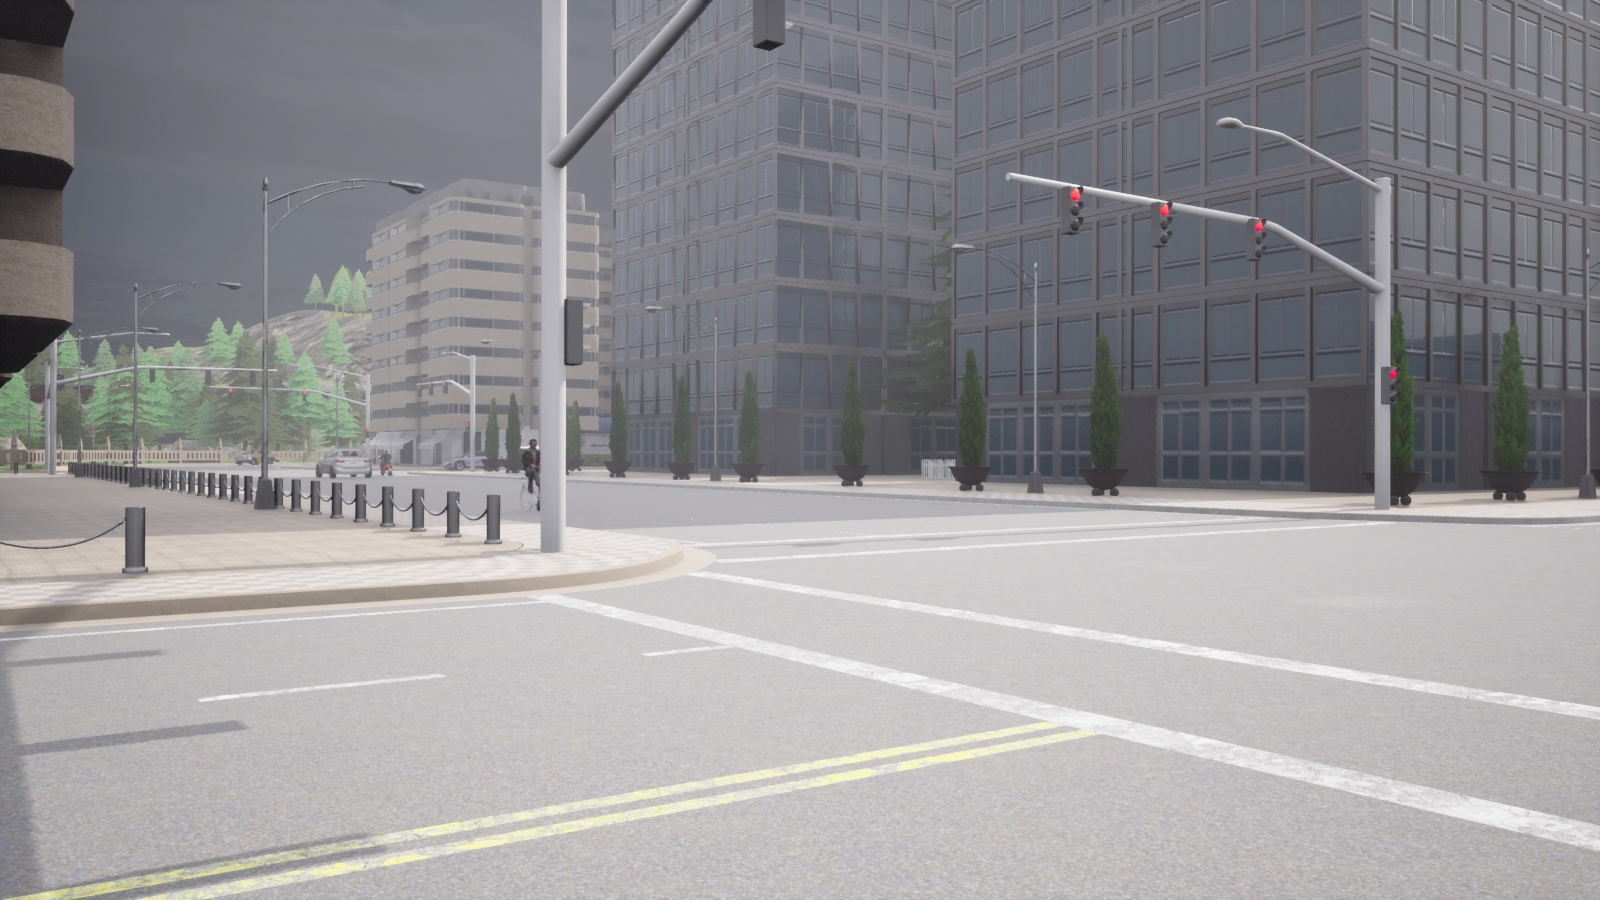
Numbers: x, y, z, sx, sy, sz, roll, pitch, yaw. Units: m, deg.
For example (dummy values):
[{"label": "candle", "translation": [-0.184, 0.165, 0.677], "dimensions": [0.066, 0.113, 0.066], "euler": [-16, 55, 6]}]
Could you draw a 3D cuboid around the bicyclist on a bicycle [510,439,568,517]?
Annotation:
[{"label": "bicyclist on a bicycle", "translation": [-6.137, 0.645, 29.438], "dimensions": [0.659, 1.776, 1.843], "euler": [0, 0, -35]}]

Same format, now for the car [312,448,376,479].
[{"label": "car", "translation": [-25.523, 0.759, 70.225], "dimensions": [2.242, 1.667, 4.611], "euler": [0, 0, -35]}]
